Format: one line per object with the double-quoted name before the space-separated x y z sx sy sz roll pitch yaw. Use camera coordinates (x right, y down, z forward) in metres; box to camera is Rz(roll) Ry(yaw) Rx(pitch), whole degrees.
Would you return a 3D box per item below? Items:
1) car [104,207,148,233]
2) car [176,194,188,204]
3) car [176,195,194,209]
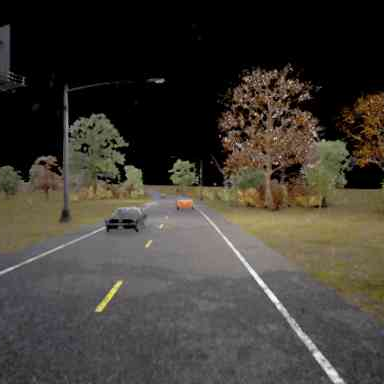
"car" -3.830 1.598 19.899 1.895 1.301 4.718 0 0 -1
"car" -1.938 1.292 62.348 2.097 1.767 4.553 0 0 -4
"car" -0.921 1.322 43.670 2.097 1.767 4.553 0 0 -3
